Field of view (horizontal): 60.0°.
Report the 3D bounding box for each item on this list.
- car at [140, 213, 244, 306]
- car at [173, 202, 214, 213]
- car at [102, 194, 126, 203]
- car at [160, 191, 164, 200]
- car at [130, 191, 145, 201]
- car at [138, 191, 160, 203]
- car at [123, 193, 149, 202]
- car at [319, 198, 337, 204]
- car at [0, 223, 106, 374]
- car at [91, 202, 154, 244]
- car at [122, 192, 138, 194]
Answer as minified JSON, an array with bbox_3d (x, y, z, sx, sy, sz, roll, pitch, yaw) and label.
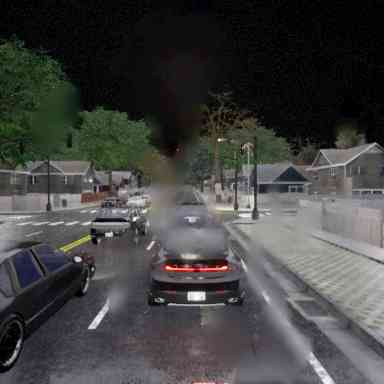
[{"bbox_3d":[0.063,1.489,7.987,1.837,1.490,4.892,0,0,0],"label":"car"},{"bbox_3d":[0.073,1.289,17.052,2.097,1.767,4.553,0,0,2],"label":"car"},{"bbox_3d":[-10.087,1.280,42.109,1.994,1.385,4.181,0,1,0],"label":"car"},{"bbox_3d":[-6.898,0.630,69.043,2.097,1.767,4.553,0,1,0],"label":"car"},{"bbox_3d":[-10.165,0.781,62.424,2.097,1.767,4.553,0,1,0],"label":"car"},{"bbox_3d":[-6.890,0.823,52.947,2.150,2.045,5.566,0,1,0],"label":"car"},{"bbox_3d":[-6.822,1.252,41.030,1.812,1.442,4.674,0,1,0],"label":"car"},{"bbox_3d":[12.417,1.267,30.852,4.674,1.442,1.812,0,1,-3],"label":"car"},{"bbox_3d":[-3.171,1.539,5.511,2.033,1.411,5.357,0,0,0],"label":"car"},{"bbox_3d":[-3.235,1.439,15.396,2.128,1.511,4.902,0,0,0],"label":"car"},{"bbox_3d":[-10.129,0.980,50.806,2.097,1.767,4.553,0,1,0],"label":"car"}]
